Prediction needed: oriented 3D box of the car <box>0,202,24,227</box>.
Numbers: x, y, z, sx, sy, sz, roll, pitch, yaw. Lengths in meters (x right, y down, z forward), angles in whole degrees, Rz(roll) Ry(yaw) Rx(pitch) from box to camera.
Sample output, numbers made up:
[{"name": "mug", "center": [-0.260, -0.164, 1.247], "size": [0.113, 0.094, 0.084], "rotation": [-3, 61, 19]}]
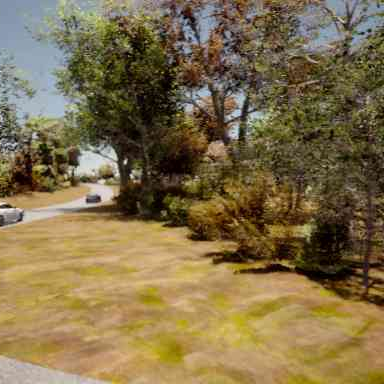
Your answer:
[{"name": "car", "center": [-12.441, 1.366, 21.239], "size": [1.812, 1.442, 4.674], "rotation": [0, 1, -5]}]

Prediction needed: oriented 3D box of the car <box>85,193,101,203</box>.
[{"name": "car", "center": [-15.417, 0.902, 52.067], "size": [2.128, 1.511, 4.902], "rotation": [-2, 2, -7]}]
